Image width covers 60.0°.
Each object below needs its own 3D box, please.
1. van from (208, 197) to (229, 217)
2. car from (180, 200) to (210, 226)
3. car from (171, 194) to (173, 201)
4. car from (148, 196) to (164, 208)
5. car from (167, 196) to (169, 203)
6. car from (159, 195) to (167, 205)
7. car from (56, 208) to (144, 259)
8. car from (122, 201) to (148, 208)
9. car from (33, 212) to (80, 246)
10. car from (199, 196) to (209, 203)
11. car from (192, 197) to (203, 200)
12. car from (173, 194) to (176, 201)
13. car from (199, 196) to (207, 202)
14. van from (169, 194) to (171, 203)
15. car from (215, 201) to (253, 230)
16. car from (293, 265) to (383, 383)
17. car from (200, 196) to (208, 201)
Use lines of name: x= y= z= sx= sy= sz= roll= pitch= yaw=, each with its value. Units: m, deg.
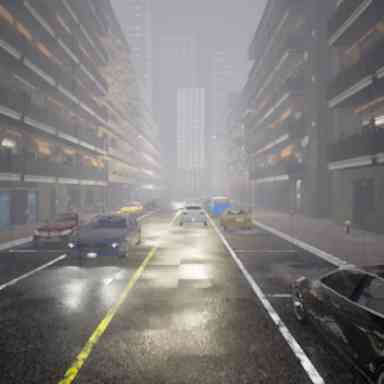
van: x=2.689 y=1.383 z=31.875 sx=1.690 sy=1.788 sz=3.998 roll=-1 pitch=0 yaw=0
car: x=0.103 y=1.556 z=23.789 sx=1.812 sy=1.442 sz=4.674 roll=0 pitch=0 yaw=0
car: x=-5.682 y=1.545 z=70.554 sx=1.967 sy=1.590 sz=4.097 roll=-1 pitch=0 yaw=0
car: x=-5.686 y=1.633 z=48.459 sx=1.947 sy=1.339 sz=4.313 roll=0 pitch=0 yaw=0
car: x=-5.684 y=1.630 z=59.507 sx=1.887 sy=1.381 sz=4.507 roll=0 pitch=0 yaw=0
car: x=-5.684 y=1.621 z=53.983 sx=1.887 sy=1.381 sz=4.507 roll=0 pitch=0 yaw=0
car: x=-3.077 y=1.563 z=12.907 sx=2.033 sy=1.411 sz=5.357 roll=0 pitch=0 yaw=0
car: x=-5.690 y=1.567 z=31.720 sx=1.752 sy=1.417 sz=4.829 roll=0 pitch=0 yaw=0
car: x=-5.693 y=1.601 z=15.319 sx=1.802 sy=1.307 sz=4.206 roll=0 pitch=0 yaw=0
car: x=2.701 y=1.665 z=76.062 sx=2.008 sy=1.369 sz=4.403 roll=-1 pitch=0 yaw=0
car: x=0.113 y=1.663 z=45.061 sx=1.895 sy=1.301 sz=4.718 roll=0 pitch=0 yaw=0
car: x=-5.677 y=1.701 z=87.124 sx=1.947 sy=1.339 sz=4.313 roll=-1 pitch=0 yaw=0
car: x=2.702 y=1.651 z=81.756 sx=1.752 sy=1.417 sz=4.829 roll=-1 pitch=0 yaw=0
van: x=-5.684 y=1.436 z=65.031 sx=1.690 sy=1.788 sz=3.998 roll=-1 pitch=0 yaw=0
car: x=2.688 y=1.552 z=20.997 sx=1.752 sy=1.417 sz=4.829 roll=0 pitch=0 yaw=0
car: x=2.685 y=1.571 z=4.258 sx=1.947 sy=1.339 sz=4.313 roll=0 pitch=0 yaw=0
car: x=2.696 y=1.627 z=53.968 sx=2.008 sy=1.369 sz=4.403 roll=-1 pitch=0 yaw=0
